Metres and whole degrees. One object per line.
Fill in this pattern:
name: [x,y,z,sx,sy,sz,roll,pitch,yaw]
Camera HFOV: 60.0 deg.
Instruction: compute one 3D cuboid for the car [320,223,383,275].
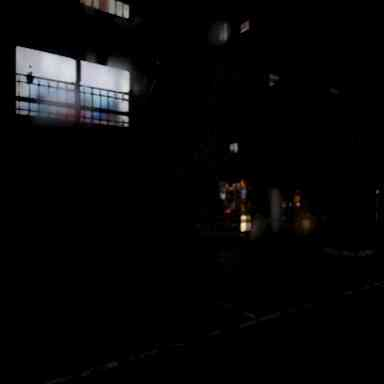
car: [5.945,1.696,10.798,4.206,1.307,1.802,1,-1,-35]
